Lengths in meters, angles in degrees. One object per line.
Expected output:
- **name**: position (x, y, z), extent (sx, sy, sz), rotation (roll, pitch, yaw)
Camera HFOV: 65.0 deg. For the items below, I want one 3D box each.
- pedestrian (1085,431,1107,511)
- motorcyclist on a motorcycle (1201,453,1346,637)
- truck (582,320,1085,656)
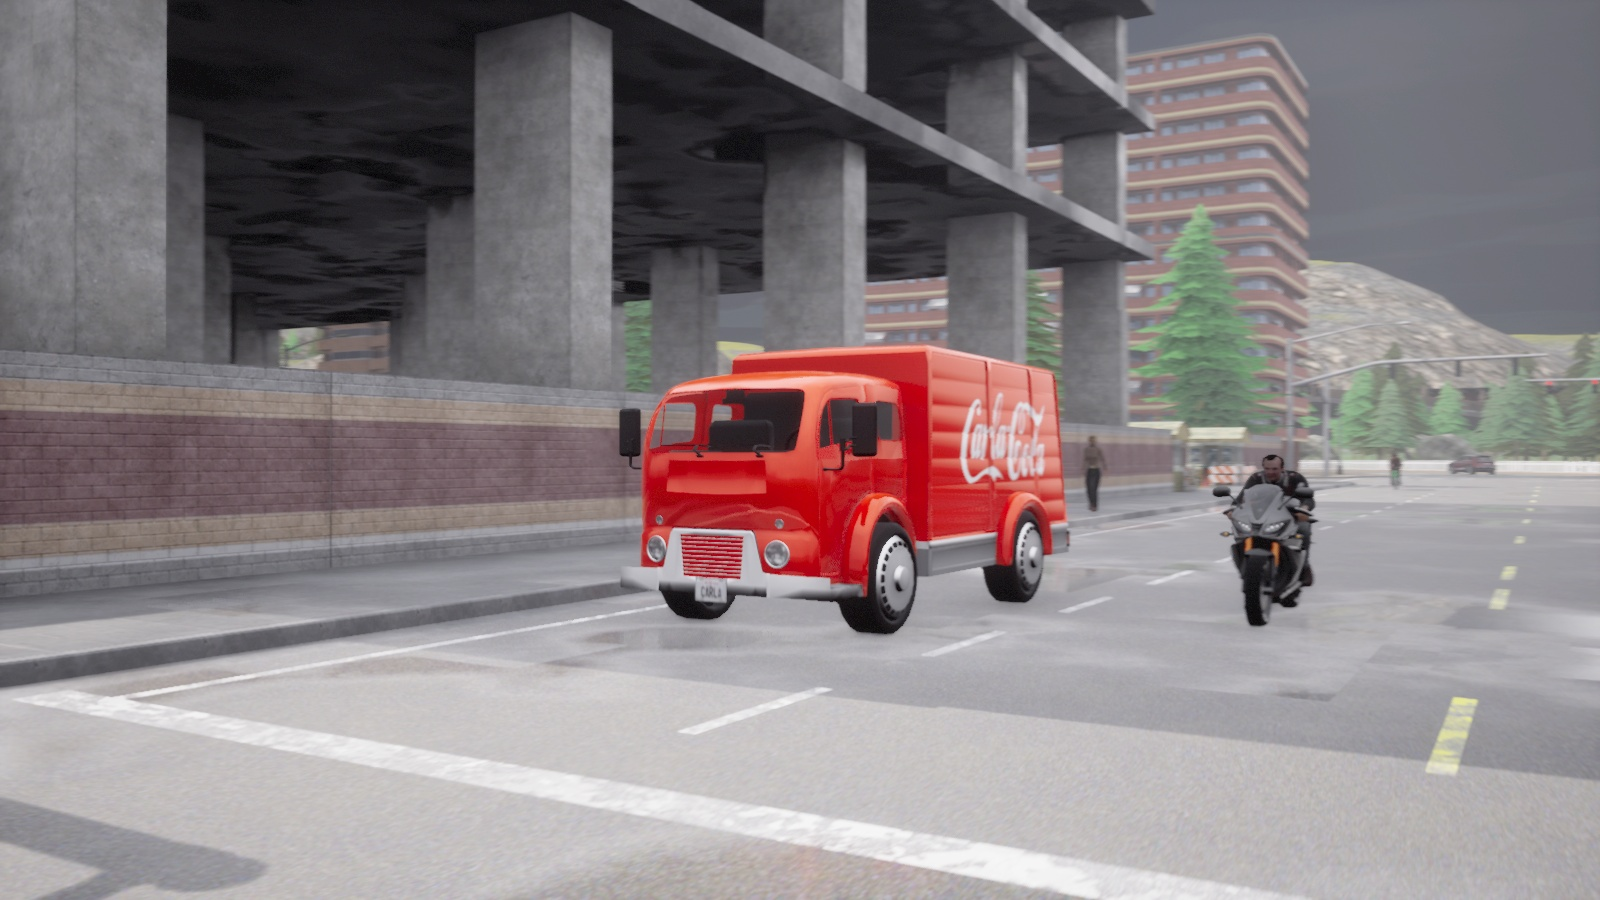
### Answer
- **pedestrian**: position (6.933, 0.495, 29.424), extent (0.331, 1.846, 0.634), rotation (0, 0, 30)
- **motorcyclist on a motorcycle**: position (4.423, 0.798, 11.627), extent (0.866, 1.530, 2.191), rotation (0, 0, 31)
- **truck**: position (0.634, 0.293, 12.122), extent (2.627, 2.467, 5.204), rotation (0, 0, 31)
